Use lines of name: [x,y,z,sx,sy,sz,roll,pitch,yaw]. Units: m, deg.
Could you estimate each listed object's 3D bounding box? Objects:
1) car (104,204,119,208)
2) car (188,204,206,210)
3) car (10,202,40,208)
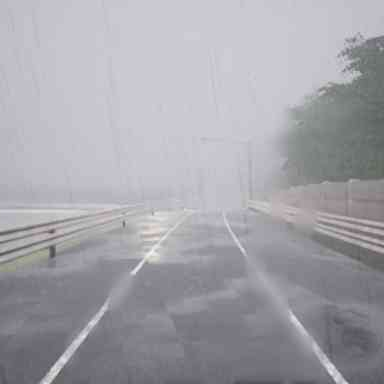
car: [-16.417,3.315,71.681,4.892,1.490,1.837,3,-5,-34]
car: [1.317,4.060,86.221,2.150,2.045,5.566,-3,-5,42]
car: [-31.735,2.692,63.290,5.008,1.535,1.882,2,-4,-26]
